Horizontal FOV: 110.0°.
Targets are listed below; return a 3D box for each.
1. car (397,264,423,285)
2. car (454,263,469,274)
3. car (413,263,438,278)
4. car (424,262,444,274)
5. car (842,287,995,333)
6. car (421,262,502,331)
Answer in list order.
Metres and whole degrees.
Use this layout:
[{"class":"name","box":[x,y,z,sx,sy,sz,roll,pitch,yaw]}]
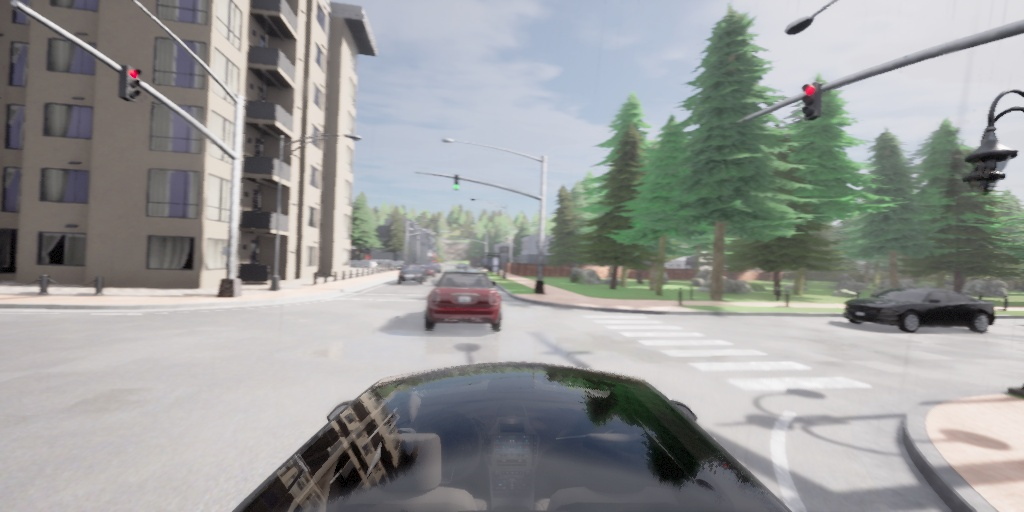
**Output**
[{"class":"car","box":[-7.514,1.336,27.401,2.128,1.511,4.902,2,-1,-8]},{"class":"car","box":[-7.197,1.740,51.515,2.033,1.411,5.357,2,-1,-6]},{"class":"car","box":[-8.884,1.496,37.158,1.994,1.385,4.181,2,-1,-8]},{"class":"car","box":[-10.317,1.575,47.665,2.033,1.411,5.357,2,-1,-7]},{"class":"car","box":[15.067,1.914,13.376,5.008,1.535,1.882,2,-1,-9]},{"class":"car","box":[-1.539,1.182,11.531,2.097,1.767,4.553,2,-1,-8]}]
